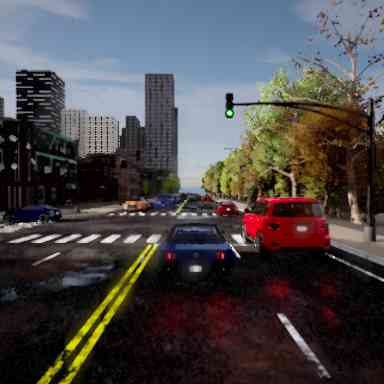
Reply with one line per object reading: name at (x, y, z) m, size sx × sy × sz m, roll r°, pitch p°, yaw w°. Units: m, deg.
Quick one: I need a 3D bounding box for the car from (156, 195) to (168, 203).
car at (-6.520, 1.489, 72.605) m, size 2.128 × 1.511 × 4.902 m, roll 0°, pitch 0°, yaw 0°

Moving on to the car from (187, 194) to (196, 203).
car at (-0.022, 1.503, 70.712) m, size 2.033 × 1.411 × 5.357 m, roll 0°, pitch 0°, yaw 0°

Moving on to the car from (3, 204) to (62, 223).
car at (-12.391, 1.645, 25.912) m, size 4.181 × 1.385 × 1.994 m, roll -1°, pitch 0°, yaw 6°

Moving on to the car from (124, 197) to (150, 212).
car at (-6.634, 1.341, 39.380) m, size 2.097 × 1.767 × 4.553 m, roll 0°, pitch 0°, yaw 1°

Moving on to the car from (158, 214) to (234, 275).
car at (0.098, 1.598, 10.404) m, size 1.895 × 1.301 × 4.718 m, roll 0°, pitch 0°, yaw 0°

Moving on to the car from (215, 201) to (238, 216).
car at (3.342, 1.554, 32.664) m, size 1.994 × 1.385 × 4.181 m, roll 0°, pitch 0°, yaw 0°

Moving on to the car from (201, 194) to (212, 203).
car at (3.229, 1.319, 71.099) m, size 2.097 × 1.767 × 4.553 m, roll 0°, pitch 0°, yaw 0°

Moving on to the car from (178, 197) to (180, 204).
car at (-3.294, 1.328, 59.887) m, size 2.097 × 1.767 × 4.553 m, roll 0°, pitch 0°, yaw 0°

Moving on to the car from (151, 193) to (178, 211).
car at (-3.350, 1.206, 41.530) m, size 2.150 × 2.045 × 5.566 m, roll 0°, pitch 0°, yaw 0°

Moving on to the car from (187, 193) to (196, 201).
car at (-0.023, 1.153, 81.100) m, size 2.097 × 1.767 × 4.553 m, roll 0°, pitch 0°, yaw 0°

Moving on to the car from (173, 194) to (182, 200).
car at (-3.270, 1.179, 75.264) m, size 1.895 × 1.301 × 4.718 m, roll 0°, pitch 0°, yaw 0°

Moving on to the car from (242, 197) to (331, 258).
car at (3.346, 1.218, 12.807) m, size 2.150 × 2.045 × 5.566 m, roll 0°, pitch 0°, yaw 0°

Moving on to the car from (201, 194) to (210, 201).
car at (3.227, 1.323, 81.132) m, size 2.128 × 1.511 × 4.902 m, roll 0°, pitch 0°, yaw 0°
